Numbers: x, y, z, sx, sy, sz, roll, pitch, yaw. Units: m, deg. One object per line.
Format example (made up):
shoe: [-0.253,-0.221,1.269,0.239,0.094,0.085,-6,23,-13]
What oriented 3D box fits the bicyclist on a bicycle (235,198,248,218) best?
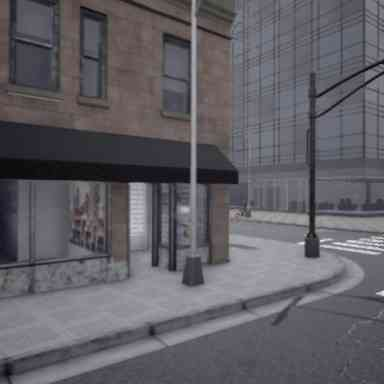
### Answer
bicyclist on a bicycle: [4.209,1.326,27.762,1.656,1.620,0.582,0,0,-36]
